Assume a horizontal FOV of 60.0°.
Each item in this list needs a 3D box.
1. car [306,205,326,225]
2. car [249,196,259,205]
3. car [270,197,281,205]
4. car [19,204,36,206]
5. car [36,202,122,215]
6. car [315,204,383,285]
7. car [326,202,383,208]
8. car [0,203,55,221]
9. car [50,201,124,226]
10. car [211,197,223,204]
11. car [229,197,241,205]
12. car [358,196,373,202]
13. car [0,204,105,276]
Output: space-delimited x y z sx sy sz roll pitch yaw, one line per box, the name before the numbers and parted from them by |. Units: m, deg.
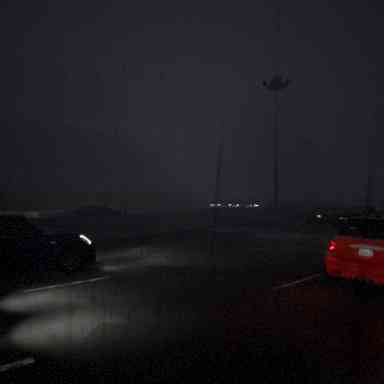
car | 9.638 1.574 23.530 1.994 1.385 4.181 0 0 39
car | 11.462 1.549 61.250 2.128 1.511 4.902 0 0 11
car | 14.547 1.593 58.397 2.033 1.411 5.357 0 0 13
car | -13.045 1.667 25.128 4.718 1.301 1.895 0 0 -40
car | -6.889 1.524 21.306 5.008 1.535 1.882 0 0 -43
car | 5.392 1.352 8.715 4.553 1.767 2.097 0 0 -42
car | 9.129 1.494 17.441 2.128 1.511 4.902 0 0 42
car | -14.454 1.675 28.511 4.718 1.301 1.895 0 0 -42
car | -7.834 1.531 25.187 5.008 1.535 1.882 0 0 -44
car | 4.809 1.639 63.810 1.994 1.385 4.181 0 0 9
car | 7.930 1.591 61.362 1.812 1.442 4.674 0 0 11
car | 39.122 1.536 74.935 1.812 1.442 4.674 0 0 6
car | -5.038 1.377 9.085 4.553 1.767 2.097 0 0 -37
